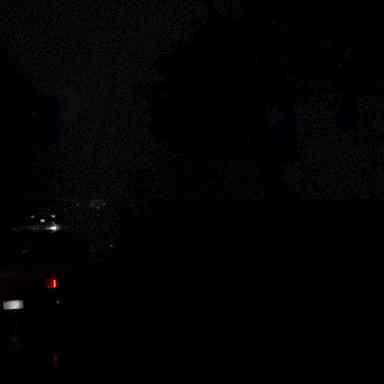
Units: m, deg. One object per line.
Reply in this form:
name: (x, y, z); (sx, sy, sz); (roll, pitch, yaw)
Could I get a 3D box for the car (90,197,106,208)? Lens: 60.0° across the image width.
car: (-13.515, 1.450, 47.644); (2.033, 1.411, 5.357); (-1, 0, -18)

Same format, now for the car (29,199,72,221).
car: (-10.696, 1.557, 25.031); (2.033, 1.411, 5.357); (-1, 0, -13)

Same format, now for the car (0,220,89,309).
car: (-3.479, 1.596, 7.728); (1.895, 1.301, 4.718); (-1, 0, -13)

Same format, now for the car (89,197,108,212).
car: (-10.604, 1.462, 37.727); (1.812, 1.442, 4.674); (-1, 0, -14)

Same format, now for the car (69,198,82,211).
car: (-14.407, 1.487, 40.078); (1.812, 1.442, 4.674); (-1, 0, -15)

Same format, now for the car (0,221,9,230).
car: (-7.501, 1.596, 11.330); (1.994, 1.385, 4.181); (-1, 0, -13)
